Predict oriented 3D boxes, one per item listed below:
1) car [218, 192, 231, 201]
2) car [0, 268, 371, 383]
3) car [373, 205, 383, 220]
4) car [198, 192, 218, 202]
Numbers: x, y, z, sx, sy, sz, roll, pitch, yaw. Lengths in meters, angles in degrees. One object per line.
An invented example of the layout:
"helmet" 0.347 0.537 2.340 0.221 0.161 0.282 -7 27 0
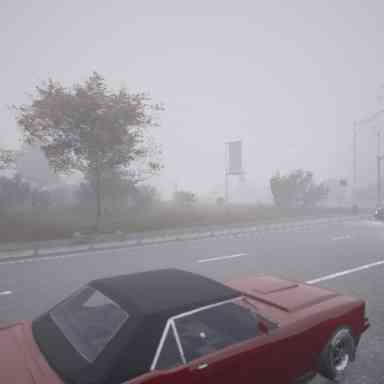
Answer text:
"car" 4.772 0.731 59.508 2.097 1.767 4.553 -1 1 -38
"car" -0.015 1.585 3.721 4.718 1.301 1.895 0 0 -36
"car" 14.635 1.183 22.893 5.357 1.411 2.033 -1 1 -35
"car" 1.699 0.922 57.739 1.882 1.535 5.008 -1 1 -38
